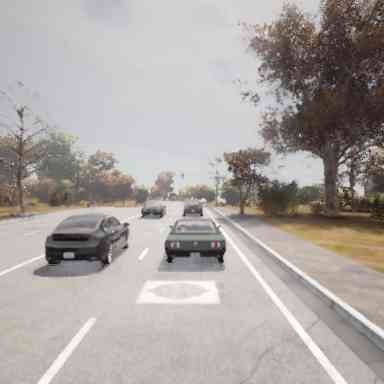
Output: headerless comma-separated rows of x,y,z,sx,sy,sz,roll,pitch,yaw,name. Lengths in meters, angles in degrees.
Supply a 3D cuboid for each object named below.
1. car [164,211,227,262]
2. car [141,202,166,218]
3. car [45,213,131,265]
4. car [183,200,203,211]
0.104,1.594,12.083,1.895,1.301,4.718,0,0,0,car
-3.391,1.583,30.216,1.895,1.301,4.718,0,0,0,car
-3.396,1.499,11.595,1.837,1.490,4.892,0,0,0,car
0.096,1.507,32.069,1.812,1.442,4.674,0,0,0,car
